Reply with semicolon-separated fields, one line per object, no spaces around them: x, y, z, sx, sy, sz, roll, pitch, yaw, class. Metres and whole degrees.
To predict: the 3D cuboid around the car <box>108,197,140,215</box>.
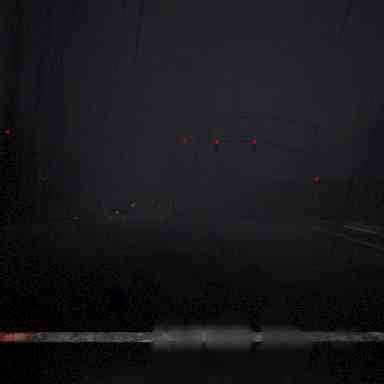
-7.106;1.547;34.179;2.033;1.411;5.357;0;0;0;car

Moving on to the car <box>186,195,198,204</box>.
-0.011;1.505;63.685;1.837;1.490;4.892;0;0;0;car

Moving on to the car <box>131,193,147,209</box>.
-7.108;1.221;44.373;2.150;2.045;5.566;0;0;0;car

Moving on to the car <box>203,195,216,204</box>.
3.594;1.547;64.152;2.033;1.411;5.357;0;0;0;car

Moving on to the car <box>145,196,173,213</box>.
-3.605;1.492;37.615;2.128;1.511;4.902;0;0;0;car

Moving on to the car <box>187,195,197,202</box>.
-0.012;1.413;73.795;1.994;1.385;4.181;0;0;0;car

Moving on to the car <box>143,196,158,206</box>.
-7.094;1.503;57.103;1.837;1.490;4.892;0;0;0;car

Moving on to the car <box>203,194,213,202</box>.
3.490;1.355;74.375;2.097;1.767;4.553;0;0;0;car
